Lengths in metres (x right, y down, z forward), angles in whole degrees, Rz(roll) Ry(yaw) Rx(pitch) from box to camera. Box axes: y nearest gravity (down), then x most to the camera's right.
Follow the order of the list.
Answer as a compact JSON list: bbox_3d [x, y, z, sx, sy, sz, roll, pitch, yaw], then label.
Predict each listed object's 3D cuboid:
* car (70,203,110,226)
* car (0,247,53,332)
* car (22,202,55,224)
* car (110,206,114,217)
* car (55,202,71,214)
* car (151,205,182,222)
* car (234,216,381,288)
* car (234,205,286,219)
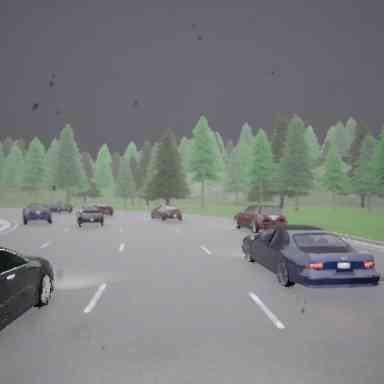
[{"bbox_3d":[-8.195,1.824,26.367,2.128,1.511,4.902,0,-1,-23],"label":"car"},{"bbox_3d":[-3.780,1.577,5.262,1.837,1.490,4.892,0,-1,-4],"label":"car"},{"bbox_3d":[-13.410,1.720,28.656,2.097,1.767,4.553,0,-1,-29],"label":"car"},{"bbox_3d":[-10.202,1.932,36.221,1.882,1.535,5.008,0,-1,-37],"label":"car"},{"bbox_3d":[-17.575,2.048,43.696,4.902,1.511,2.128,-1,-1,37],"label":"car"},{"bbox_3d":[-2.404,1.902,30.833,1.812,1.442,4.674,0,-1,-24],"label":"car"},{"bbox_3d":[2.963,1.659,9.635,2.033,1.411,5.357,0,-1,-7],"label":"car"},{"bbox_3d":[4.307,1.604,21.436,2.097,1.767,4.553,0,-1,-12],"label":"car"}]
